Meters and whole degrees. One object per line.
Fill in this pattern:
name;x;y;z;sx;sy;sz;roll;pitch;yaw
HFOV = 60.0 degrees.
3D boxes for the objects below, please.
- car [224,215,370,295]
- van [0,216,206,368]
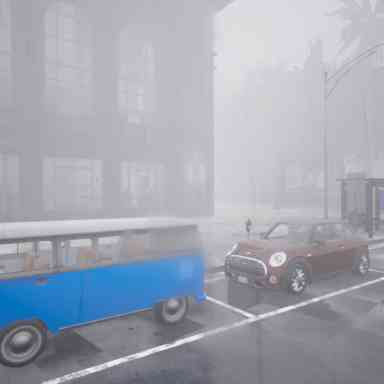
car;2.759;1.439;8.612;4.097;1.590;1.967;0;0;-35
van;-1.662;1.341;5.466;3.998;1.788;1.690;0;0;-35
